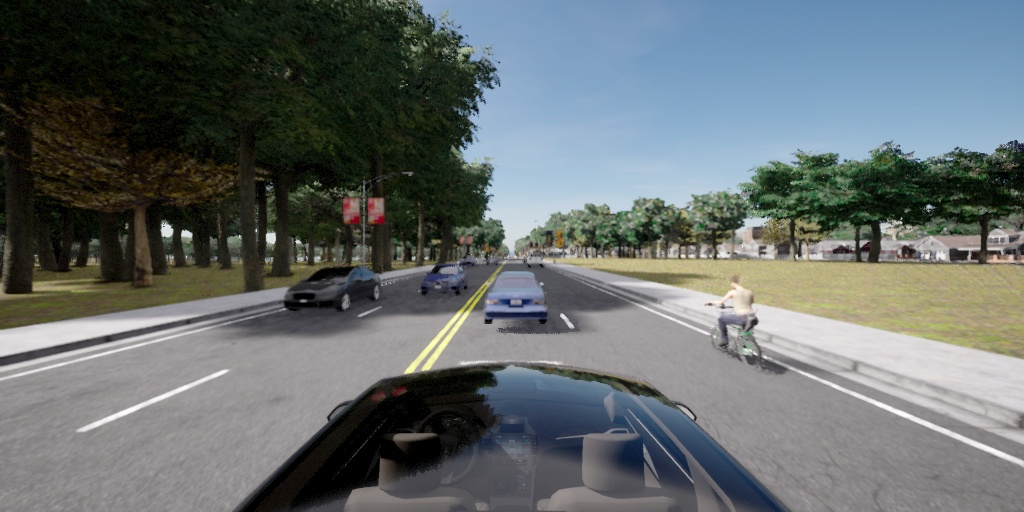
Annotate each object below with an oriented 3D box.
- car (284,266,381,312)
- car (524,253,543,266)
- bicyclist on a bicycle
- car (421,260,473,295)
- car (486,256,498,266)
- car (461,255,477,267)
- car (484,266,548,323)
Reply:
[{"bbox_3d":[-6.597,1.151,13.765,1.837,1.490,4.892,0,0,0],"label":"car"},{"bbox_3d":[3.361,0.568,52.836,2.150,2.045,5.566,0,0,0],"label":"car"},{"bbox_3d":[4.122,1.144,6.668,0.866,1.612,1.509,0,0,0],"label":"bicyclist on a bicycle"},{"bbox_3d":[-3.348,1.133,18.535,1.812,1.442,4.674,0,0,0],"label":"car"},{"bbox_3d":[-3.289,0.790,59.596,2.128,1.511,4.902,0,0,1],"label":"car"},{"bbox_3d":[-6.559,0.687,54.370,2.097,1.767,4.553,0,0,0],"label":"car"},{"bbox_3d":[0.102,1.211,11.725,2.033,1.411,5.357,0,0,0],"label":"car"}]
